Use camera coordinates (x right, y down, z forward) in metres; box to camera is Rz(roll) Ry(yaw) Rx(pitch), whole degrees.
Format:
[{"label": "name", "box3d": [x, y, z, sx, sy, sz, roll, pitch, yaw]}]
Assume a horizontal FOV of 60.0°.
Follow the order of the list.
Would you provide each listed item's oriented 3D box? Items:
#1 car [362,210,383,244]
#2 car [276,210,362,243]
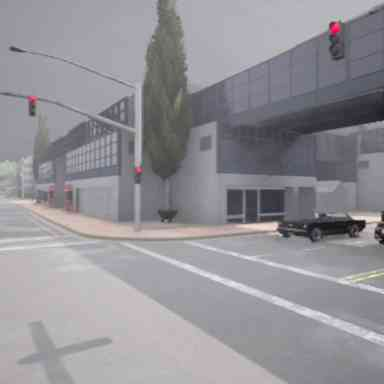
[{"label": "car", "box3d": [9.931, 1.494, 14.422, 4.902, 1.511, 2.128, 0, 0, -31]}, {"label": "car", "box3d": [6.378, 1.595, 16.333, 4.718, 1.301, 1.895, 0, 0, -32]}]
